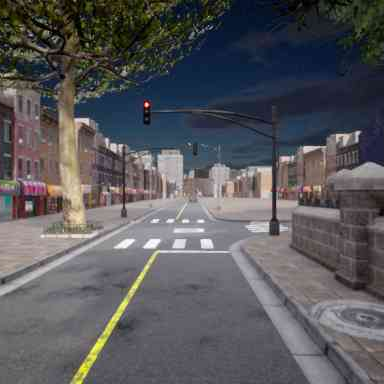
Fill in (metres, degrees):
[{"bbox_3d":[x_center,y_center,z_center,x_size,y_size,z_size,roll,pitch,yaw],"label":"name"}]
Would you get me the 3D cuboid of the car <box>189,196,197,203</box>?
[{"bbox_3d":[0.249,1.657,73.554,2.128,1.511,4.902,0,0,0],"label":"car"}]
